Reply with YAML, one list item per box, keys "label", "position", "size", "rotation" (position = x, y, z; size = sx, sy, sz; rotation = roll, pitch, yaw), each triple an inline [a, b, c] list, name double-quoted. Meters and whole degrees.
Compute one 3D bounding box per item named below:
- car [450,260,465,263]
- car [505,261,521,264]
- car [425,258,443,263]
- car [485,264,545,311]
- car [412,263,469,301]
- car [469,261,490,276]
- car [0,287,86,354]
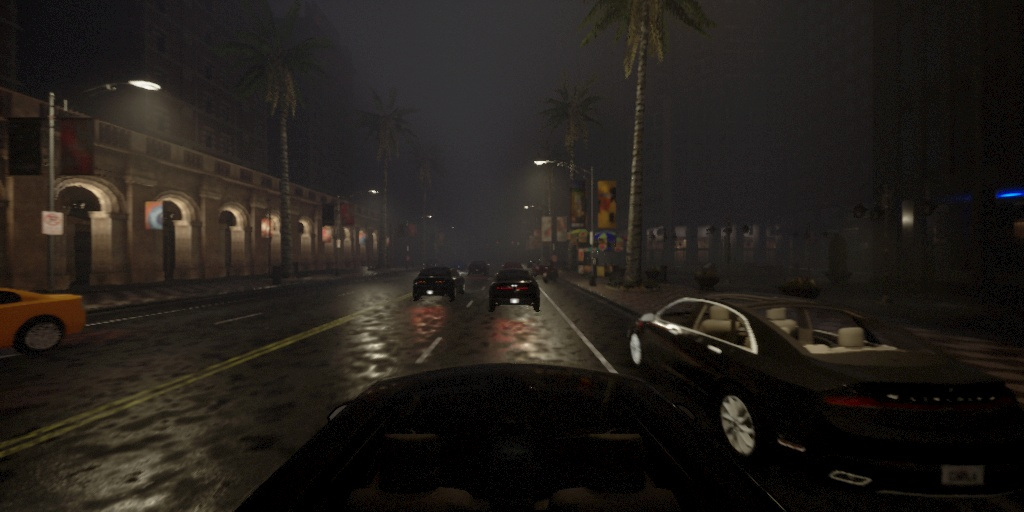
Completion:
- label: "car"
  position: [-7.025, 1.231, 45.776]
  size: [1.882, 1.535, 5.008]
  rotation: [0, 0, 1]
- label: "car"
  position: [0.075, 1.229, 32.997]
  size: [1.882, 1.535, 5.008]
  rotation: [0, 0, 0]
- label: "car"
  position: [-10.496, 1.106, 48.040]
  size: [2.097, 1.767, 4.553]
  rotation: [0, 0, 1]
- label: "car"
  position: [0.089, 1.256, 14.451]
  size: [1.837, 1.490, 4.892]
  rotation: [0, 0, 0]
- label: "car"
  position: [-3.411, 1.256, 17.318]
  size: [1.837, 1.490, 4.892]
  rotation: [0, 0, 0]
- label: "car"
  position: [-3.409, 1.230, 37.434]
  size: [1.882, 1.535, 5.008]
  rotation: [0, 0, 0]
- label: "car"
  position: [-10.606, 1.229, 5.963]
  size: [1.882, 1.535, 5.008]
  rotation: [0, 0, 0]
